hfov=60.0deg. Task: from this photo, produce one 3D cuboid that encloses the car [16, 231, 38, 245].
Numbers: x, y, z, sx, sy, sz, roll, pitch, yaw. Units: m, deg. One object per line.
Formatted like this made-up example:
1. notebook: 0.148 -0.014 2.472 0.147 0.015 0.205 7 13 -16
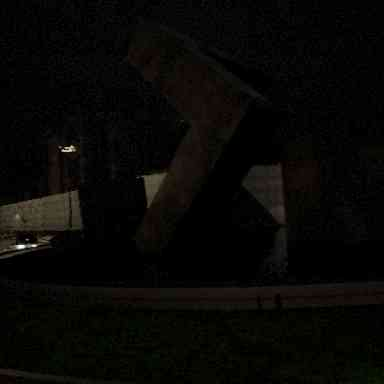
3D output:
1. car: -18.312 5.020 36.886 1.994 1.385 4.181 -1 -4 -28
